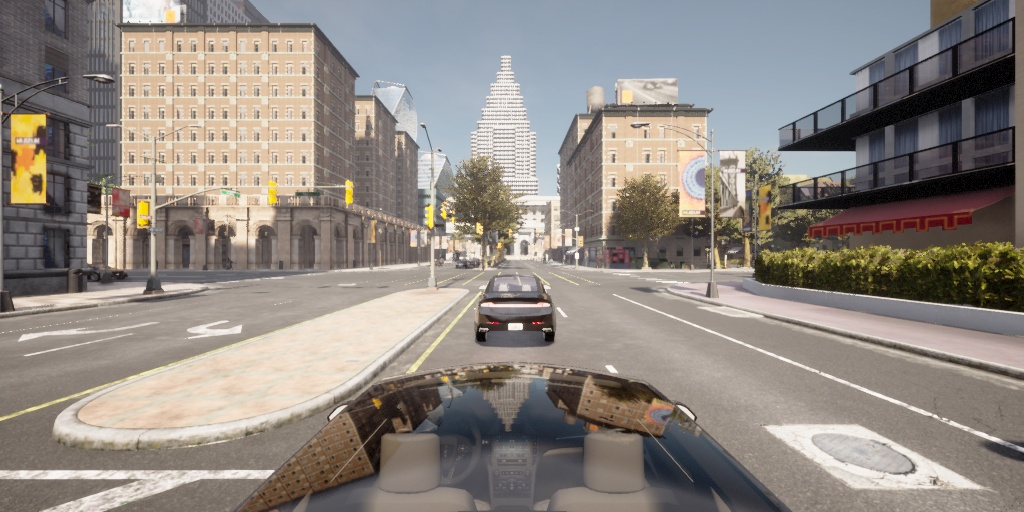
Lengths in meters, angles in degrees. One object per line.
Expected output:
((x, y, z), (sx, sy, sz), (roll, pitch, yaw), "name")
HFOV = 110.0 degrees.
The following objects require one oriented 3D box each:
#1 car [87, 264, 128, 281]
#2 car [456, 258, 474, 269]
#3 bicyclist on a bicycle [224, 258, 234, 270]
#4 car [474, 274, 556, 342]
((-34.159, 1.314, 29.252), (4.181, 1.385, 1.994), (0, 0, 0), "car")
((-8.002, 1.241, 58.545), (2.128, 1.511, 4.902), (0, 0, 0), "car")
((-37.237, 1.050, 47.206), (0.582, 1.620, 1.656), (0, 0, 0), "bicyclist on a bicycle")
((0.082, 1.242, 9.797), (2.128, 1.511, 4.902), (0, 0, 0), "car")
